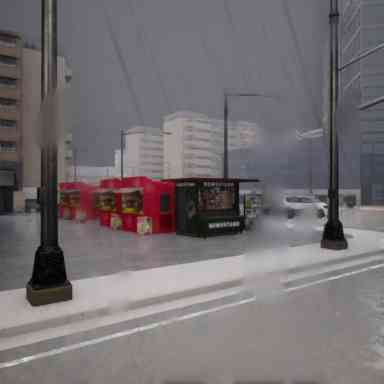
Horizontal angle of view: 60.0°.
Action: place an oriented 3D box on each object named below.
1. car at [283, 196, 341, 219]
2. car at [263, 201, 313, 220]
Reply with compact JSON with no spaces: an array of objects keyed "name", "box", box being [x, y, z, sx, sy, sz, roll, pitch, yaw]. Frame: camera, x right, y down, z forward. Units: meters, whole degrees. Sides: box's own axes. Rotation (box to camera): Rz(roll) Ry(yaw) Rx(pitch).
[{"name":"car","box":[10.866,1.357,31.002,2.150,2.045,5.566,0,-1,-36]},{"name":"car","box":[7.797,1.740,29.272,1.895,1.301,4.718,0,-1,-37]}]
